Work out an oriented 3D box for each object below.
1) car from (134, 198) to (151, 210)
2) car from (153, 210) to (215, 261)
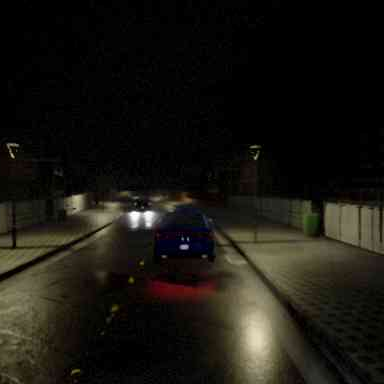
[{"bbox_3d":[-5.533,1.301,36.907,1.895,1.301,4.718,0,1,-10],"label":"car"},{"bbox_3d":[-0.258,1.391,11.888,1.882,1.535,5.008,0,0,-1],"label":"car"}]
